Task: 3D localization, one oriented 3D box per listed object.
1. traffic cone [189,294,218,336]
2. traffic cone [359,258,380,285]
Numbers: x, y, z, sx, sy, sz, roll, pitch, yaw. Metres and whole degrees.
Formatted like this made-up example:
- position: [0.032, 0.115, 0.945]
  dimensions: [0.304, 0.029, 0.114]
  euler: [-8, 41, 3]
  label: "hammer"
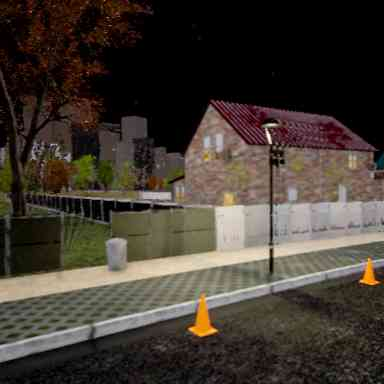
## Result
- position: [0.184, 1.940, 5.360]
  dimensions: [0.340, 0.580, 0.340]
  euler: [0, 0, -35]
  label: "traffic cone"
- position: [4.368, 1.930, 8.188]
  dimensions: [0.340, 0.580, 0.340]
  euler: [0, 0, -34]
  label: "traffic cone"
